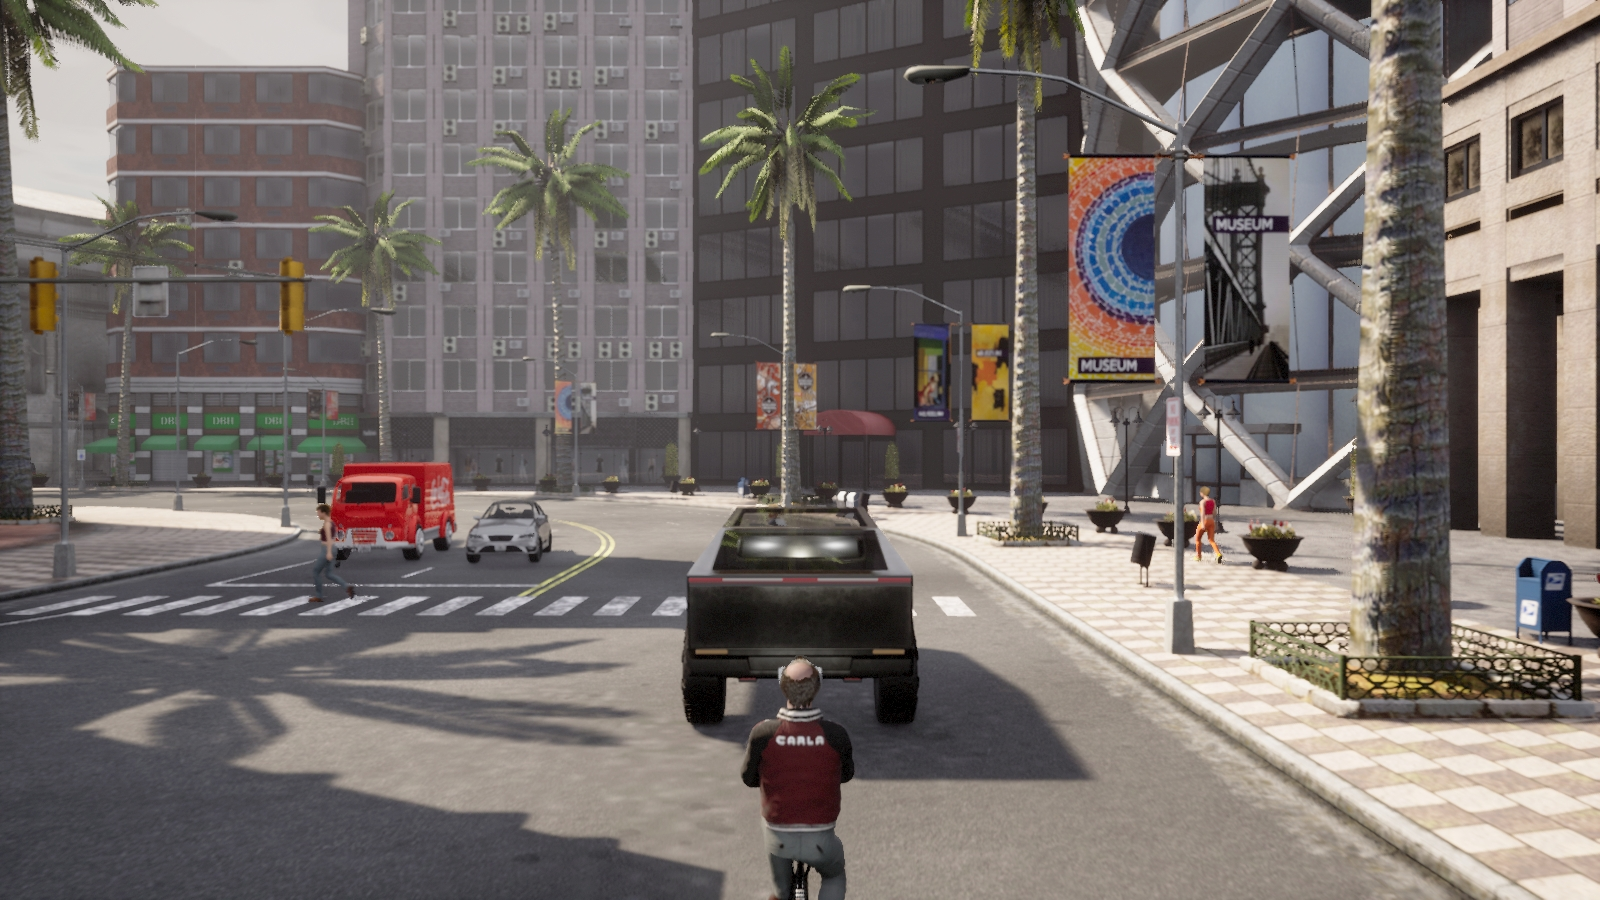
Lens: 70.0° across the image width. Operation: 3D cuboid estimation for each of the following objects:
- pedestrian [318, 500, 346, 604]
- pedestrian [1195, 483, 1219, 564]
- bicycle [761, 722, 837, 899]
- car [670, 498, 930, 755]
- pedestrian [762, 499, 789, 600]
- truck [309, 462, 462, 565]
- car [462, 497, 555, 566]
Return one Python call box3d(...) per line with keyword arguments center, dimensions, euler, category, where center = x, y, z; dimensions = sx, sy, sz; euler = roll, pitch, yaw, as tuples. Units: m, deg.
box3d(center=(-8.557, 1.849, 20.887), dimensions=(0.375, 1.860, 0.375), euler=(0, 0, -6), category="pedestrian")
box3d(center=(9.498, 1.695, 26.645), dimensions=(0.375, 1.860, 0.375), euler=(0, 0, -19), category="pedestrian")
box3d(center=(-0.005, 2.210, 5.888), dimensions=(0.329, 1.171, 1.835), euler=(0, 0, 0), category="bicycle")
box3d(center=(0.002, 1.754, 13.653), dimensions=(2.390, 2.098, 6.274), euler=(0, 0, 0), category="car")
box3d(center=(-0.460, 1.849, 21.370), dimensions=(0.375, 1.860, 0.375), euler=(0, 0, 24), category="pedestrian")
box3d(center=(-10.872, 1.568, 30.446), dimensions=(2.627, 2.467, 5.204), euler=(0, 0, -6), category="truck")
box3d(center=(-7.509, 2.066, 29.784), dimensions=(1.816, 1.474, 4.193), euler=(0, 0, -7), category="car")
